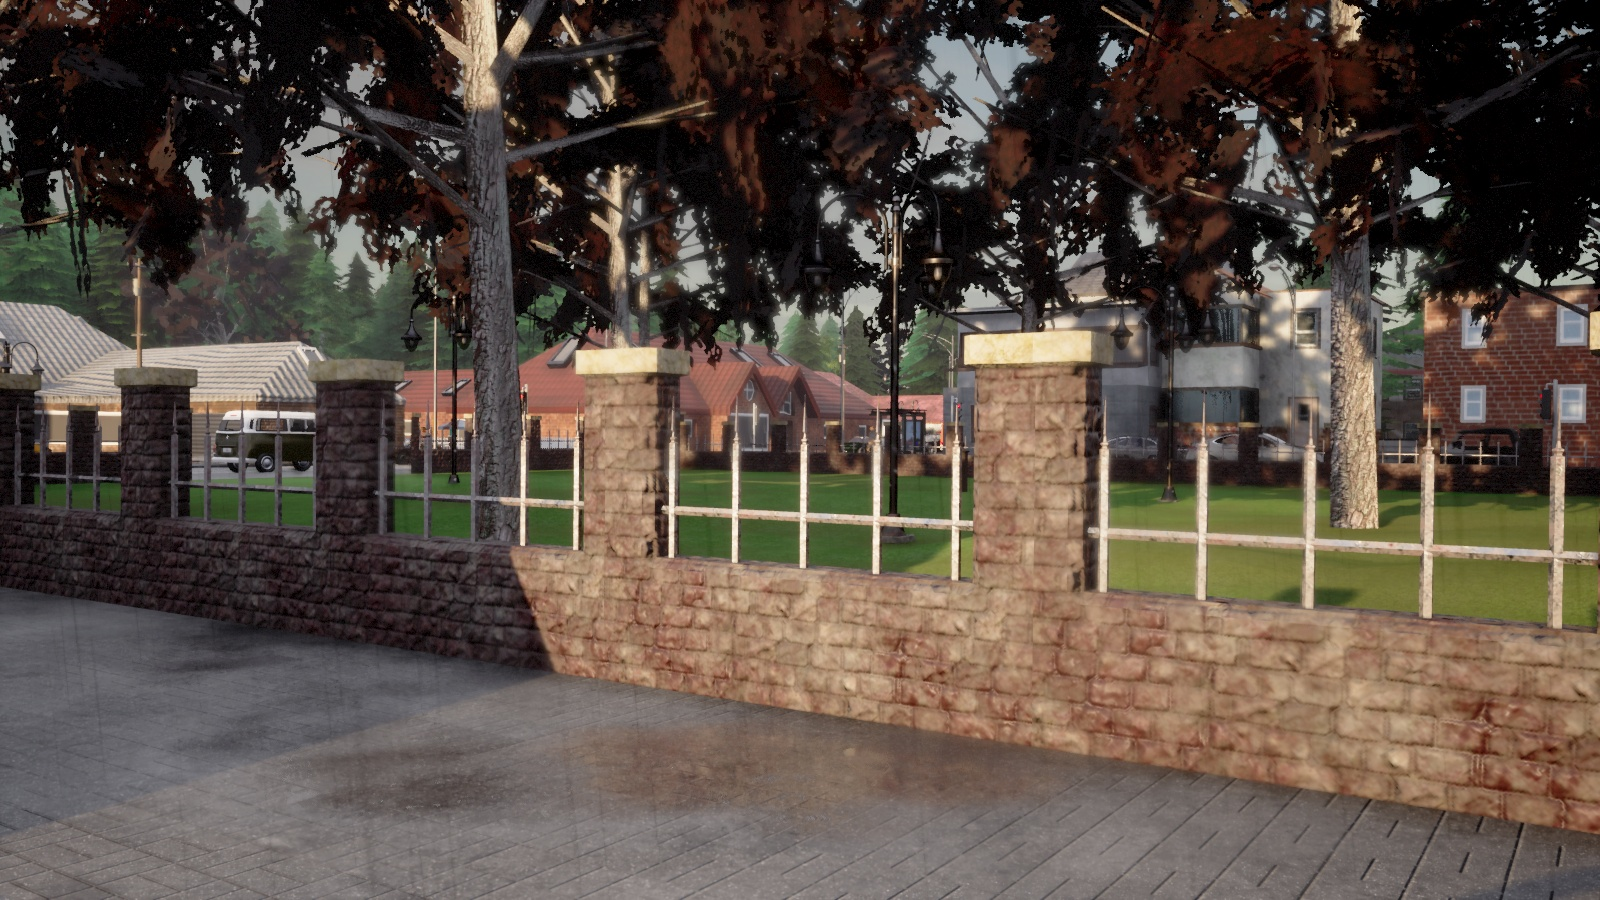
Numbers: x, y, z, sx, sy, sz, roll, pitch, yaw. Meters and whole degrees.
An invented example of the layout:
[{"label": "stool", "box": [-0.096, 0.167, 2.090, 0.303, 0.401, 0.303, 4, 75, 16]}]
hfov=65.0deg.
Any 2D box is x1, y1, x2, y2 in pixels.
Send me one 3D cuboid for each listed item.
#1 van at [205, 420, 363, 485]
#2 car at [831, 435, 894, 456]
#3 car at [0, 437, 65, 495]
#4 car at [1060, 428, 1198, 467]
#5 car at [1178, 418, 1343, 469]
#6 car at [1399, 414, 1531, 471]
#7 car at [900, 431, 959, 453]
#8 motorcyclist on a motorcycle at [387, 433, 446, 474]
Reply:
[{"label": "van", "box": [-17.129, 0.038, 41.871, 2.069, 2.038, 4.480, 0, 1, 32]}, {"label": "car", "box": [4.089, -0.313, 81.110, 1.895, 1.301, 4.718, 0, 1, 34]}, {"label": "car", "box": [-22.672, 0.457, 33.476, 1.882, 1.535, 5.008, 0, 1, 32]}, {"label": "car", "box": [13.053, -0.112, 49.923, 4.902, 1.511, 2.128, 0, 1, 34]}, {"label": "car", "box": [15.818, -0.223, 43.176, 5.027, 1.651, 2.152, 0, 1, 31]}, {"label": "car", "box": [22.939, -0.272, 43.337, 3.866, 1.878, 1.905, 0, 1, 34]}, {"label": "car", "box": [9.185, -0.564, 88.792, 2.163, 1.488, 4.792, 0, 1, 34]}, {"label": "motorcyclist on a motorcycle", "box": [-15.675, 0.122, 51.426, 0.766, 1.649, 2.350, 0, 1, 34]}]
